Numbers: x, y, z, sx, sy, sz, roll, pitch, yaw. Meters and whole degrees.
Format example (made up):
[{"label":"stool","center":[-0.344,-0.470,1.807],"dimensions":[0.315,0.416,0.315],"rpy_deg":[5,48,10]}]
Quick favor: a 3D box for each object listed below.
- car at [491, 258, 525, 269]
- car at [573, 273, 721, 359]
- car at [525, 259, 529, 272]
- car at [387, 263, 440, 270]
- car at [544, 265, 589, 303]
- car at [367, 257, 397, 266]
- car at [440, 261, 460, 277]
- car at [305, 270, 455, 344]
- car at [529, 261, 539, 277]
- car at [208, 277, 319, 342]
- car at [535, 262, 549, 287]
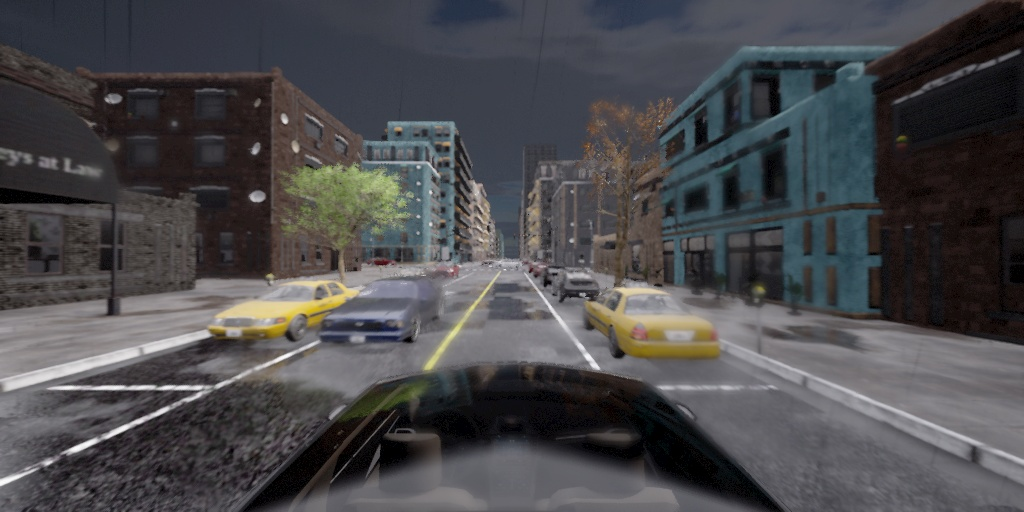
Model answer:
[{"label":"car","center":[-0.671,1.277,58.258],"dimensions":[4.674,1.442,1.812],"rpy_deg":[1,0,-1]},{"label":"car","center":[2.752,1.274,8.221],"dimensions":[1.751,1.417,4.829],"rpy_deg":[0,0,0]},{"label":"car","center":[2.817,1.291,41.990],"dimensions":[1.888,1.381,4.507],"rpy_deg":[0,0,0]},{"label":"car","center":[-5.814,1.296,21.068],"dimensions":[2.007,1.370,4.403],"rpy_deg":[0,0,0]},{"label":"car","center":[2.791,1.297,16.442],"dimensions":[2.007,1.370,4.403],"rpy_deg":[0,0,0]},{"label":"car","center":[-20.015,0.911,55.304],"dimensions":[4.507,1.381,1.888],"rpy_deg":[0,0,-1]},{"label":"car","center":[-5.822,1.185,31.887],"dimensions":[1.967,1.591,4.097],"rpy_deg":[0,0,0]},{"label":"car","center":[-3.101,1.295,9.896],"dimensions":[2.033,1.411,5.357],"rpy_deg":[0,0,0]},{"label":"car","center":[2.819,1.328,32.988],"dimensions":[1.802,1.307,4.207],"rpy_deg":[0,0,0]},{"label":"car","center":[-5.759,1.273,9.832],"dimensions":[1.751,1.417,4.829],"rpy_deg":[0,0,0]},{"label":"car","center":[2.819,1.311,23.987],"dimensions":[1.948,1.339,4.313],"rpy_deg":[0,0,0]}]
